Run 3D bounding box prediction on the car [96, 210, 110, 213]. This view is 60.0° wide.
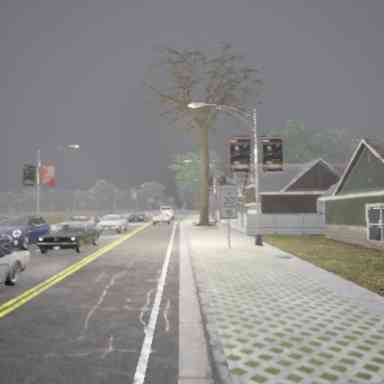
[{"bbox_3d":[-10.127,2.874,37.998,2.097,1.767,4.553,-1,-2,-2],"label":"car"}]

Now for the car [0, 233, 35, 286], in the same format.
[{"bbox_3d":[-5.777,1.924,7.916,1.895,1.301,4.718,0,-2,-3],"label":"car"}]

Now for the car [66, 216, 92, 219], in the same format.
[{"bbox_3d":[-9.801,2.729,28.073,1.895,1.301,4.718,-1,-2,-2],"label":"car"}]

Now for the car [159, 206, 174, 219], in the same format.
[{"bbox_3d":[-4.021,3.277,52.674,2.150,2.045,5.566,-1,-2,-2],"label":"car"}]

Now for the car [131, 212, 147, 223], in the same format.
[{"bbox_3d":[-7.019,3.265,43.257,1.994,1.385,4.181,-1,-2,-2],"label":"car"}]

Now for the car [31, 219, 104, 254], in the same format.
[{"bbox_3d":[-6.146,2.273,17.062,1.895,1.301,4.718,-1,-2,-2],"label":"car"}]

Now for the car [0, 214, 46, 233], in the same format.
[{"bbox_3d":[-9.435,2.098,18.118,2.097,1.767,4.553,-1,-2,-2],"label":"car"}]

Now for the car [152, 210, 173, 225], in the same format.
[{"bbox_3d":[-3.479,3.068,38.404,1.895,1.301,4.718,-1,-2,-2],"label":"car"}]

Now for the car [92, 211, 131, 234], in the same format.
[{"bbox_3d":[-6.516,2.591,27.332,1.812,1.442,4.674,-1,-2,-2],"label":"car"}]
